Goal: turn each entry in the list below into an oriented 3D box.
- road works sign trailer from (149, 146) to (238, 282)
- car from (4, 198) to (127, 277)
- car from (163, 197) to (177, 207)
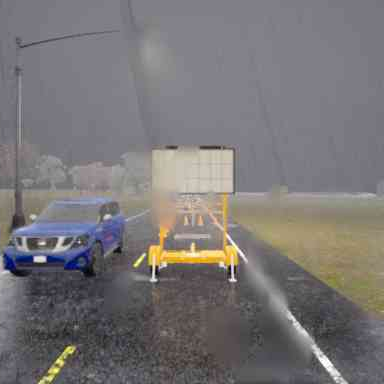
[{"bbox_3d":[0.034,0.464,9.769,2.380,3.560,2.880,0,0,0],"label":"road works sign trailer"},{"bbox_3d":[-3.563,1.221,10.570,2.150,2.045,5.566,0,0,0],"label":"car"},{"bbox_3d":[-3.400,1.503,52.327,1.837,1.490,4.892,0,0,0],"label":"car"}]
